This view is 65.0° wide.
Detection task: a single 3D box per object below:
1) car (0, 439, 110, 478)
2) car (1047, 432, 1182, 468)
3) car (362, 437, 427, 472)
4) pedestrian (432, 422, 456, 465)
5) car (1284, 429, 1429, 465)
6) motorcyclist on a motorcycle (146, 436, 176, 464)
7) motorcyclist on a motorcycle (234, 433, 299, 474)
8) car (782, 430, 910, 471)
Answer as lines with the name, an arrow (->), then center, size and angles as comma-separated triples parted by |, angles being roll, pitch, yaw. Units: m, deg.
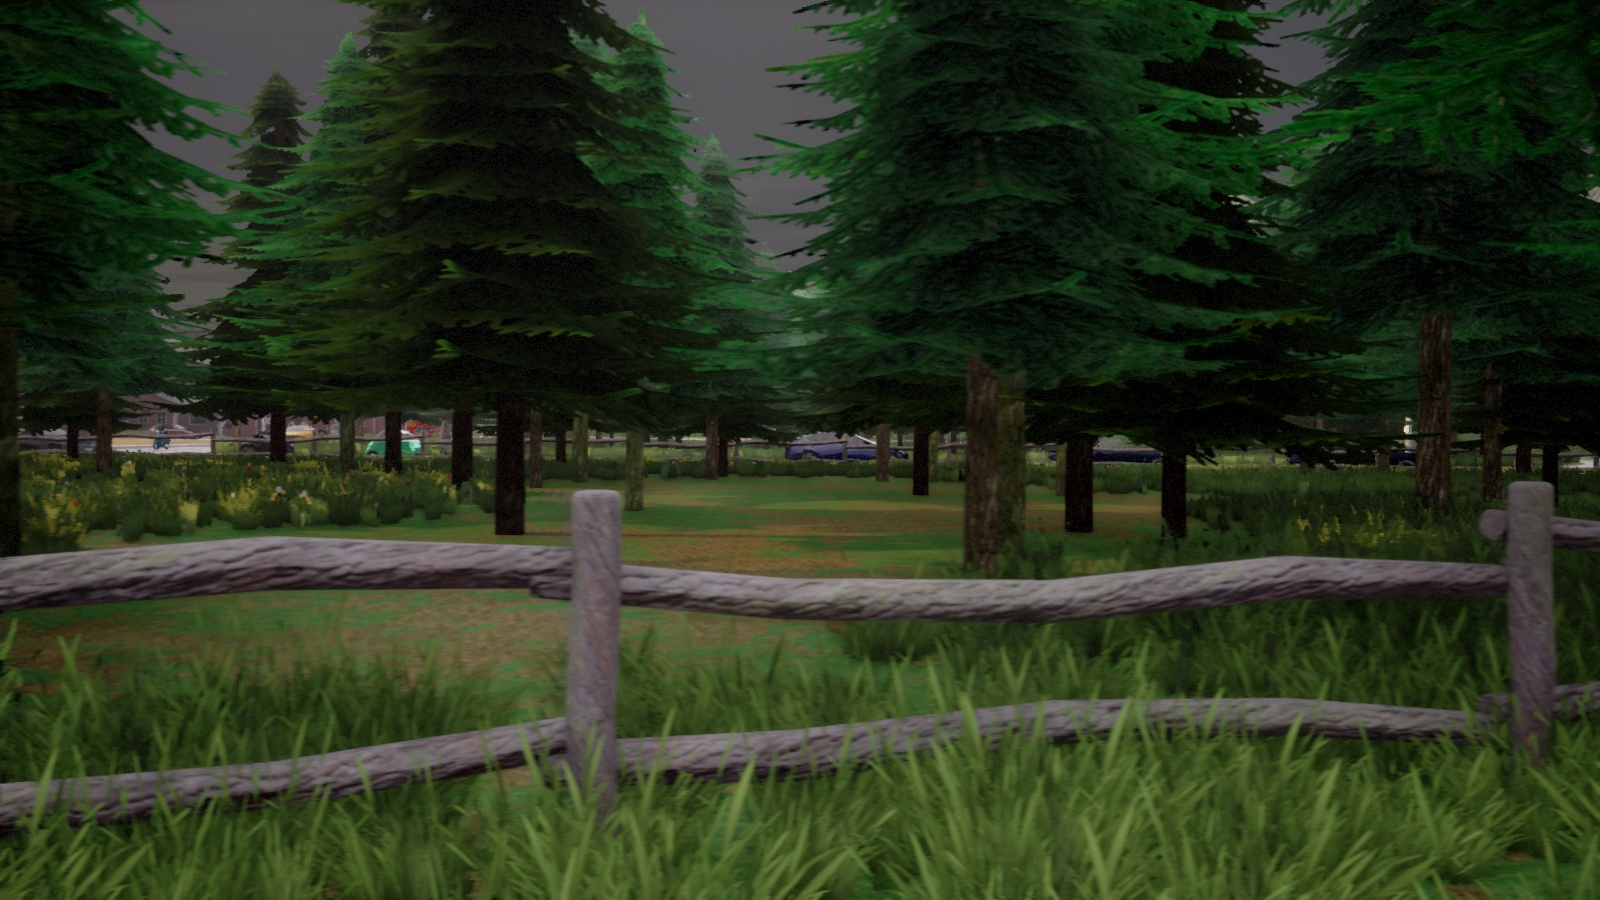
car -> -29.659, 0.339, 49.100 | 4.674, 1.442, 1.812 | 0, 1, 14
car -> 12.020, -0.023, 48.217 | 4.718, 1.301, 1.895 | -1, 1, 1
car -> -16.787, 0.179, 52.041 | 2.207, 1.376, 1.481 | 0, 1, 2
pedestrian -> -16.086, -0.298, 56.755 | 0.873, 1.952, 0.659 | -1, 1, 5
car -> 21.286, -0.124, 48.146 | 4.718, 1.301, 1.895 | -1, 1, 0
motorcyclist on a motorcycle -> -37.524, -0.003, 73.769 | 0.866, 1.590, 1.817 | -1, 1, -1
motorcyclist on a motorcycle -> -22.193, 0.131, 52.226 | 2.350, 1.649, 0.766 | -1, 1, 2
car -> 1.753, -0.012, 48.305 | 4.792, 1.488, 2.163 | -1, 1, 0
